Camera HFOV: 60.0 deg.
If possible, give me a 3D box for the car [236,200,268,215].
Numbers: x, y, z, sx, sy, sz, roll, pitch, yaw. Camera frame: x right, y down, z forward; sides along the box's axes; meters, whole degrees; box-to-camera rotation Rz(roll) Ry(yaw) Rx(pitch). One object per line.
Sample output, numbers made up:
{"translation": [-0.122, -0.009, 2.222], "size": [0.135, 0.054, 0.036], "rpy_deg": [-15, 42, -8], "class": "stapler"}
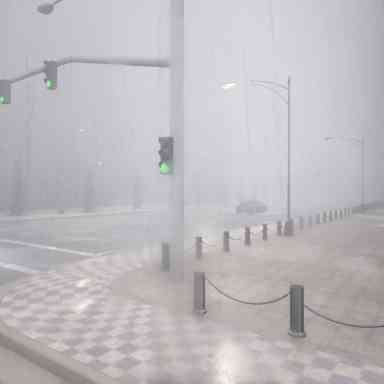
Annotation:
{"translation": [6.087, 1.508, 33.453], "size": [1.994, 1.385, 4.181], "rpy_deg": [0, 0, 36], "class": "car"}
